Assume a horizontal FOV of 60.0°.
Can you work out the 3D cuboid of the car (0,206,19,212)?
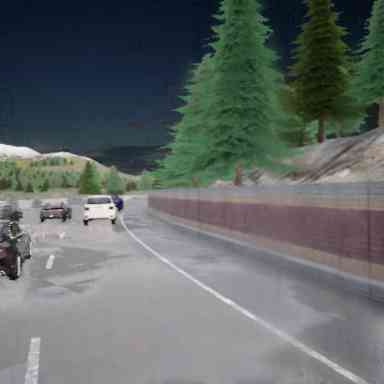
[{"bbox_3d":[-13.941,1.697,24.245,2.033,1.411,5.357,-1,0,-13],"label":"car"}]

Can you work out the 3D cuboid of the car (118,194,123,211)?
[{"bbox_3d":[-9.771,1.259,41.054,2.150,2.045,5.566,-1,0,-7],"label":"car"}]

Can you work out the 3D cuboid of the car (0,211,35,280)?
[{"bbox_3d":[-5.880,1.566,9.714,1.837,1.490,4.892,-1,0,-21],"label":"car"}]

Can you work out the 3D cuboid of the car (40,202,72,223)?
[{"bbox_3d":[-10.959,1.586,27.037,2.128,1.511,4.902,-1,0,-13],"label":"car"}]

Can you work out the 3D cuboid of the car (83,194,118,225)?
[{"bbox_3d":[-6.868,1.259,24.881,2.150,2.045,5.566,-1,0,-14],"label":"car"}]
